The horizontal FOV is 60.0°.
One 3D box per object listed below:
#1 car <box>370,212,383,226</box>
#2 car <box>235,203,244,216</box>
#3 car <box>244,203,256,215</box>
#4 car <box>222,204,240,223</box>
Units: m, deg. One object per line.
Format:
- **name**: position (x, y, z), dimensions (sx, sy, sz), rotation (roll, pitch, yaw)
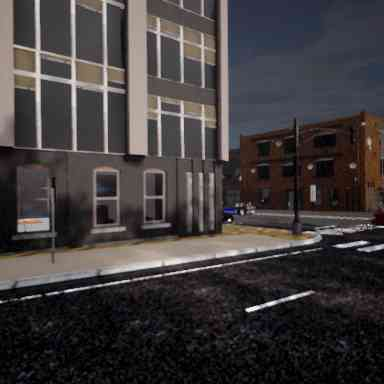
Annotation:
- **car**: position (13.392, 1.563, 19.258), dimensions (5.357, 1.411, 2.033), rotation (-1, -1, 38)
- **car**: position (2.349, 1.863, 32.263), dimensions (1.882, 1.535, 5.008), rotation (-1, 0, -37)
- **car**: position (5.331, 1.925, 38.150), dimensions (2.008, 1.369, 4.403), rotation (-2, 0, -37)
- **car**: position (1.701, 1.938, 28.558), dimensions (1.947, 1.339, 4.313), rotation (-2, 0, -37)
